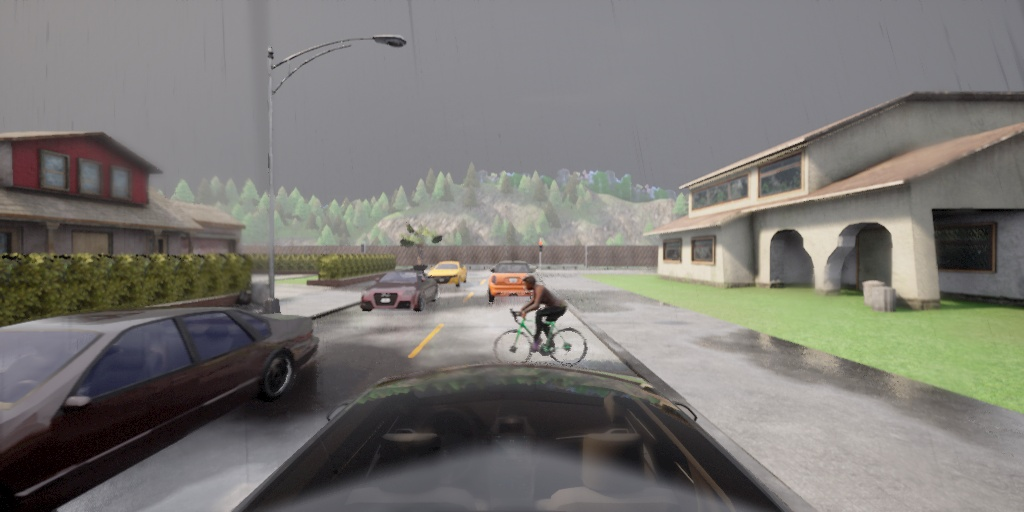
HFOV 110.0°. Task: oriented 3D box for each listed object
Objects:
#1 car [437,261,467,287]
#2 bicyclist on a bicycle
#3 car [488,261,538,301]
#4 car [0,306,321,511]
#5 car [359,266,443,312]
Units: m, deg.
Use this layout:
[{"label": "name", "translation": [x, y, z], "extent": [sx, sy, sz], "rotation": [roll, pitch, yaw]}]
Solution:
[{"label": "car", "translation": [-4.083, 1.111, 23.306], "extent": [1.882, 1.535, 5.008], "rotation": [0, 0, 0]}, {"label": "bicyclist on a bicycle", "translation": [0.492, 1.162, 6.320], "extent": [1.656, 1.620, 0.582], "rotation": [-2, 0, -1]}, {"label": "car", "translation": [0.043, 1.021, 16.823], "extent": [2.097, 1.767, 4.553], "rotation": [0, 0, 0]}, {"label": "car", "translation": [-4.101, 1.287, 3.619], "extent": [2.033, 1.411, 5.357], "rotation": [0, 0, 0]}, {"label": "car", "translation": [-4.122, 1.249, 13.687], "extent": [1.994, 1.385, 4.181], "rotation": [0, 0, 0]}]
